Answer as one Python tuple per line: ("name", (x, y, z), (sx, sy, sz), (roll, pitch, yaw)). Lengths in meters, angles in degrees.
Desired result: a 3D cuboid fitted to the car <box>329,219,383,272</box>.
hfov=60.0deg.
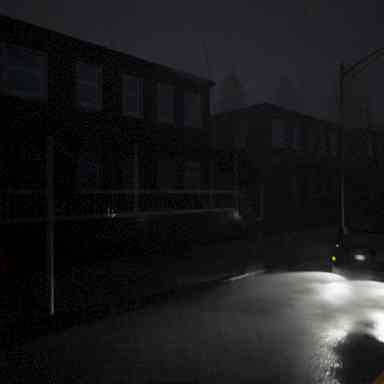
("car", (5.958, 1.561, 10.164), (4.181, 1.385, 1.994), (0, 0, -41))
